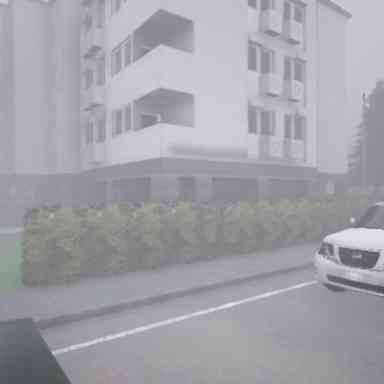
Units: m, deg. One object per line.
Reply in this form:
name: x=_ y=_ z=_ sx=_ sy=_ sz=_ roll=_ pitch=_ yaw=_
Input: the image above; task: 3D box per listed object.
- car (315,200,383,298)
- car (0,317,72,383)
car: x=5.240 y=1.176 z=7.759 sx=5.566 sy=2.045 sz=2.150 roll=-1 pitch=0 yaw=-36
car: x=-3.177 y=1.613 z=1.714 sx=4.718 sy=1.301 sz=1.895 roll=0 pitch=0 yaw=-36
